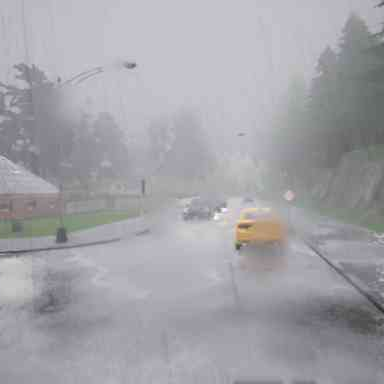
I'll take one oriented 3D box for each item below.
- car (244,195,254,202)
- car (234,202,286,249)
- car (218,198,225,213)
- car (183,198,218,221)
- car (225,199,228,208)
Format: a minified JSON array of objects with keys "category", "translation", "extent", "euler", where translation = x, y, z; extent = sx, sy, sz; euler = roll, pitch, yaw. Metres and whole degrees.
[{"category":"car","translation":[10.573,1.322,62.211],"extent":[2.033,1.411,5.357],"euler":[-1,0,9]},{"category":"car","translation":[2.856,1.418,14.333],"extent":[1.882,1.535,5.008],"euler":[-1,0,9]},{"category":"car","translation":[2.143,1.507,35.875],"extent":[1.994,1.385,4.181],"euler":[-1,0,10]},{"category":"car","translation":[0.619,1.328,26.681],"extent":[2.097,1.767,4.553],"euler":[-1,0,9]},{"category":"car","translation":[3.827,1.472,45.741],"extent":[1.994,1.385,4.181],"euler":[-1,0,10]}]
